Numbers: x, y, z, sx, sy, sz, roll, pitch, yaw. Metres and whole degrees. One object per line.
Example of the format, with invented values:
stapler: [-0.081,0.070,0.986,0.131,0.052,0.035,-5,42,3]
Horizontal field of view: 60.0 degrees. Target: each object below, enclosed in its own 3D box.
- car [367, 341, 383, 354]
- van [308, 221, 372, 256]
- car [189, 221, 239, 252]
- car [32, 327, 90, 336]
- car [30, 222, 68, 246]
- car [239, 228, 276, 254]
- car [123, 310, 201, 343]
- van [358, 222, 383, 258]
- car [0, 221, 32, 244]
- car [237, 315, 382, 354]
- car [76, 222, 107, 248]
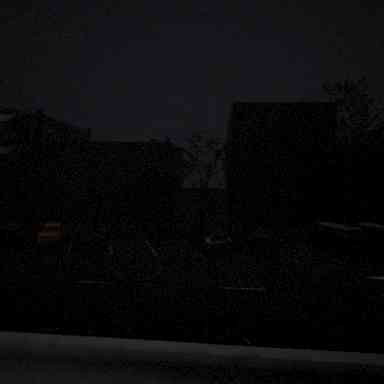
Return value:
car: [5.619,4.401,7.049,2.231,1.521,4.892,0,4,-16]
van: [10.155,3.251,23.799,1.878,1.987,4.442,0,3,-16]
car: [1.328,3.155,24.333,2.185,1.767,4.553,1,3,-16]
car: [-3.429,4.221,7.713,2.163,1.488,4.792,-1,5,-16]
car: [-10.531,3.002,25.297,1.946,1.575,5.366,0,3,-16]
car: [4.290,3.350,24.105,2.231,1.521,4.892,0,3,-16]
car: [-0.410,4.135,7.493,2.185,1.767,4.553,0,4,-16]
van: [13.106,3.317,23.595,1.878,1.987,4.442,0,3,-16]
car: [-13.419,2.947,25.327,2.097,1.535,5.008,0,3,-16]
car: [2.612,4.203,7.293,2.185,1.767,4.553,0,4,-16]
car: [-7.507,3.112,24.897,2.163,1.488,4.792,1,3,-16]
